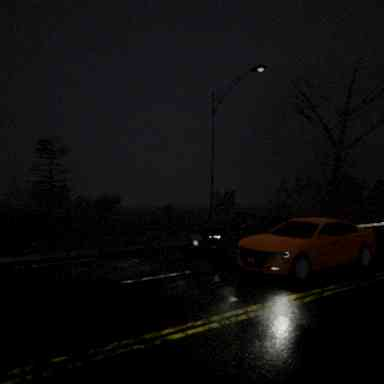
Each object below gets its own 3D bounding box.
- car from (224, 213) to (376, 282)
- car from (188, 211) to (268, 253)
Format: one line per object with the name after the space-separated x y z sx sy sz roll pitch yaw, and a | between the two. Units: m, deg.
3.590 1.524 10.100 5.008 1.535 1.882 1 0 -35 | car
2.151 1.534 13.055 4.902 1.511 2.128 0 0 -35 | car
